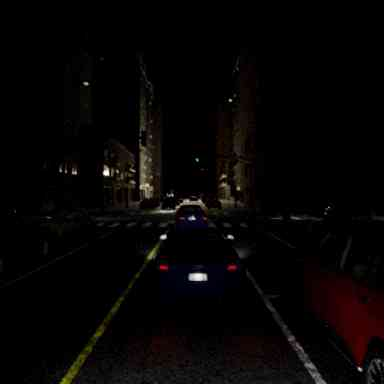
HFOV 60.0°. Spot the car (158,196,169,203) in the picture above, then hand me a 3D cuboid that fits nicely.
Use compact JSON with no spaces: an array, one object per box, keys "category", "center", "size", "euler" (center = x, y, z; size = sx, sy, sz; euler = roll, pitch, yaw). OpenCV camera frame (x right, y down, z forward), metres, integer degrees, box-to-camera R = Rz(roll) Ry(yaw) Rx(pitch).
[{"category":"car","center":[-5.550,1.495,65.363],"size":[1.802,1.307,4.206],"euler":[1,0,0]}]

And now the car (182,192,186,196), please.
[{"category":"car","center":[-2.760,1.269,62.298],"size":[2.097,1.767,4.553],"euler":[0,0,1]}]

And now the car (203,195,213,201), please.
[{"category":"car","center":[2.896,1.515,48.296],"size":[1.802,1.307,4.206],"euler":[1,0,0]}]

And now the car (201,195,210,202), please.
[{"category":"car","center":[3.029,1.483,76.662],"size":[1.802,1.307,4.206],"euler":[1,0,0]}]

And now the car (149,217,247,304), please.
[{"category":"car","center":[0.123,1.552,8.202],"size":[1.994,1.385,4.181],"euler":[0,0,0]}]

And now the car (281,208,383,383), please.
[{"category":"car","center":[2.693,1.309,4.354],"size":[2.192,1.841,5.009],"euler":[1,0,0]}]

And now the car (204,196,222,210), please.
[{"category":"car","center":[2.870,1.523,42.622],"size":[1.802,1.307,4.206],"euler":[1,0,0]}]

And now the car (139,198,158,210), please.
[{"category":"car","center":[-5.656,1.485,42.671],"size":[1.887,1.381,4.507],"euler":[1,0,0]}]

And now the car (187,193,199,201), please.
[{"category":"car","center":[0.344,1.447,71.979],"size":[2.033,1.411,5.357],"euler":[0,0,0]}]

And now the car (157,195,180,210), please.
[{"category":"car","center":[-2.951,1.489,42.303],"size":[2.033,1.411,5.357],"euler":[0,0,-3]}]

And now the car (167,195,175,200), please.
[{"category":"car","center":[-5.444,1.472,88.054],"size":[1.802,1.307,4.206],"euler":[1,0,0]}]

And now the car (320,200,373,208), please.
[{"category":"car","center":[13.725,1.453,29.776],"size":[4.553,1.767,2.097],"euler":[0,0,1]}]

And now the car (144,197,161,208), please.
[{"category":"car","center":[-5.629,1.478,48.344],"size":[1.887,1.381,4.507],"euler":[1,0,0]}]

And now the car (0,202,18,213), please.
[{"category":"car","center":[-16.665,1.298,26.885],"size":[4.902,1.511,2.128],"euler":[1,0,1]}]

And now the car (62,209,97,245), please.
[{"category":"car","center":[-5.783,1.503,15.482],"size":[1.752,1.417,4.829],"euler":[1,0,0]}]

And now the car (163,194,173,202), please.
[{"category":"car","center":[-5.495,1.341,76.708],"size":[1.967,1.590,4.097],"euler":[1,0,0]}]

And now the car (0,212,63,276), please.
[{"category":"car","center":[-5.808,1.530,10.027],"size":[1.887,1.381,4.507],"euler":[1,0,0]}]

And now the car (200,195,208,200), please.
[{"category":"car","center":[3.082,1.456,88.009],"size":[1.947,1.339,4.313],"euler":[1,0,0]}]

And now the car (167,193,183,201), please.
[{"category":"car","center":[-2.850,1.406,52.267],"size":[1.882,1.535,5.008],"euler":[0,0,1]}]

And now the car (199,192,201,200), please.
[{"category":"car","center":[2.978,1.228,65.315],"size":[2.192,1.841,5.009],"euler":[1,0,0]}]

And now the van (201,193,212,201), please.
[{"category":"van","center":[2.951,1.260,59.642],"size":[1.690,1.788,3.998],"euler":[1,0,0]}]

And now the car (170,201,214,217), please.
[{"category":"car","center":[-0.142,1.515,21.038],"size":[2.033,1.411,5.357],"euler":[0,0,-4]}]

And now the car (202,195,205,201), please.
[{"category":"car","center":[2.922,1.508,53.969],"size":[1.802,1.307,4.206],"euler":[1,0,0]}]

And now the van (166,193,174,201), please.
[{"category":"van","center":[-5.468,1.237,82.381],"size":[1.690,1.788,3.998],"euler":[1,0,0]}]
